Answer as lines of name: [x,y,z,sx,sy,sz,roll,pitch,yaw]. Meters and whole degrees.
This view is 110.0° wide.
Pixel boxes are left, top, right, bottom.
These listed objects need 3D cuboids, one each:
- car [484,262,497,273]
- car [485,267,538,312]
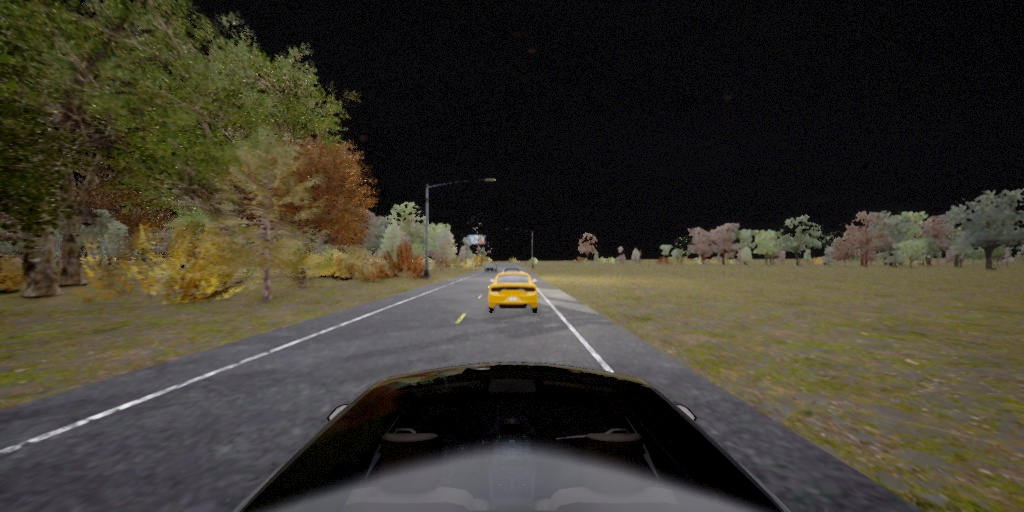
car: [-3.547,1.891,60.435,2.097,1.767,4.553,0,-1,1]
car: [0.055,1.410,15.294,1.882,1.535,5.008,0,-1,0]
